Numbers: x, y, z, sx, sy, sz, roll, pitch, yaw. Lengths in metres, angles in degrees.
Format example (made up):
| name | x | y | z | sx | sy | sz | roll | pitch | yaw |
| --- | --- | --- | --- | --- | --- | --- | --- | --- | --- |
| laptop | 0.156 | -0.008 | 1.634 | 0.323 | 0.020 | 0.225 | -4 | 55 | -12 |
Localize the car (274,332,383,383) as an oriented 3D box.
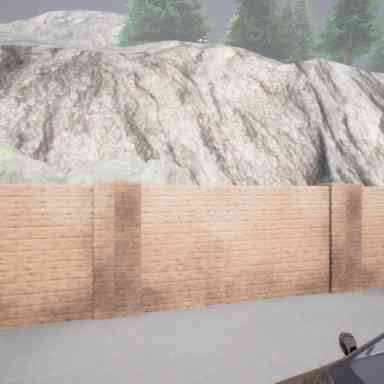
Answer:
| name | x | y | z | sx | sy | sz | roll | pitch | yaw |
| --- | --- | --- | --- | --- | --- | --- | --- | --- | --- |
| car | 2.178 | 1.492 | 1.904 | 4.902 | 1.511 | 2.128 | 0 | 0 | -18 |
